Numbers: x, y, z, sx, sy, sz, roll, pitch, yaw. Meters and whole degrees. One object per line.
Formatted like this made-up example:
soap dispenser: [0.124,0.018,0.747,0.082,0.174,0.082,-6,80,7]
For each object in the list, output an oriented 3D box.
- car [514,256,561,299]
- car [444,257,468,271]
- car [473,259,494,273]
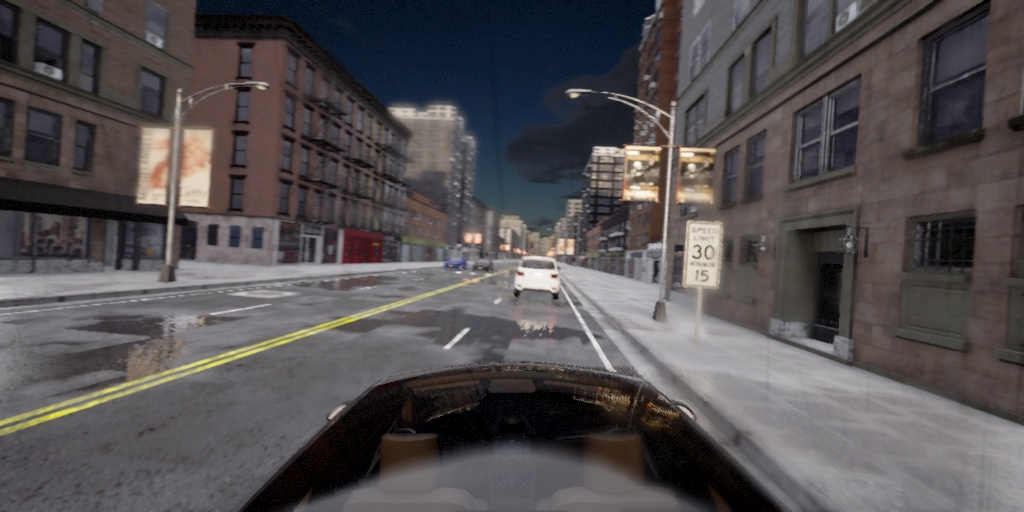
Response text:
car: [1.404,1.072,19.345,2.150,2.045,5.566,4,0,5]
car: [-6.410,0.833,41.341,1.882,1.535,5.008,4,0,5]
car: [-3.180,1.045,41.050,1.882,1.535,5.008,4,0,5]
